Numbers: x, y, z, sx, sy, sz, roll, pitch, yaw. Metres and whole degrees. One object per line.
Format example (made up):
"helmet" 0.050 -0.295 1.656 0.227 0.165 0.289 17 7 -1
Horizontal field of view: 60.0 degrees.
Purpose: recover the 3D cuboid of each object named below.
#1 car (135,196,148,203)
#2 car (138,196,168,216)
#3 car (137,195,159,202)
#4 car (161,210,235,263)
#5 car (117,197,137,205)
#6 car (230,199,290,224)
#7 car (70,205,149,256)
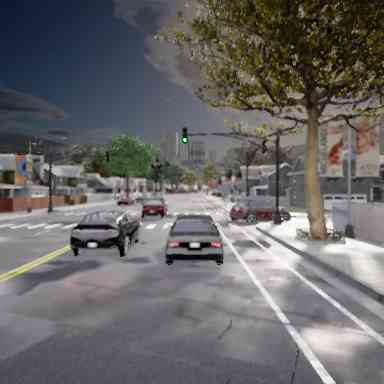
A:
"car" -9.885 1.411 65.397 1.895 1.301 4.718 0 0 0
"car" -3.211 1.409 29.195 1.882 1.535 5.008 0 0 0
"car" -6.676 1.356 50.449 2.128 1.511 4.902 0 0 0
"car" 0.074 1.522 11.775 2.033 1.411 5.357 0 0 0
"car" -9.925 1.467 49.834 1.895 1.301 4.718 0 0 0
"car" 5.167 1.375 24.843 4.553 1.767 2.097 2 1 -27
"car" -3.180 1.464 13.010 2.128 1.511 4.902 0 0 0
